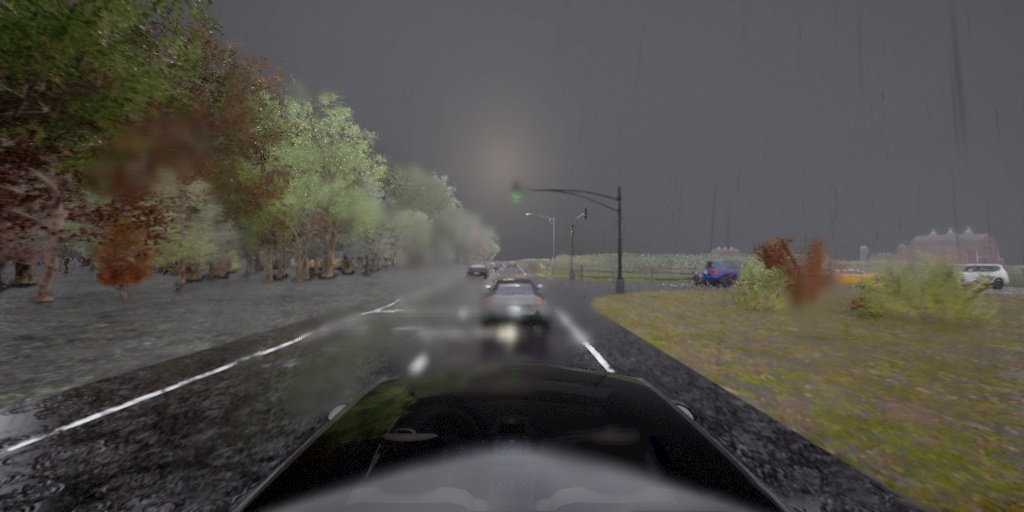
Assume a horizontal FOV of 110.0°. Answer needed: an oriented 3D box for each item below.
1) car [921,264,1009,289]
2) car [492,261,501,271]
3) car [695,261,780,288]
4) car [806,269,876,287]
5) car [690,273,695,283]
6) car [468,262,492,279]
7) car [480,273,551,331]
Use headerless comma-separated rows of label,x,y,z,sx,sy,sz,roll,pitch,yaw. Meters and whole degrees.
car,38.176,1.693,30.299,5.566,2.045,2.150,1,-1,0
car,-3.407,1.808,63.264,1.812,1.442,4.674,0,0,0
car,17.312,1.378,26.965,5.566,2.045,2.150,0,-2,4
car,27.727,1.835,30.344,5.008,1.535,1.882,1,-1,0
car,17.650,1.600,30.437,4.553,1.767,2.097,1,-1,1
car,-3.395,1.539,37.274,1.882,1.535,5.008,0,0,0
car,0.102,1.399,11.384,1.994,1.385,4.181,0,-1,0
